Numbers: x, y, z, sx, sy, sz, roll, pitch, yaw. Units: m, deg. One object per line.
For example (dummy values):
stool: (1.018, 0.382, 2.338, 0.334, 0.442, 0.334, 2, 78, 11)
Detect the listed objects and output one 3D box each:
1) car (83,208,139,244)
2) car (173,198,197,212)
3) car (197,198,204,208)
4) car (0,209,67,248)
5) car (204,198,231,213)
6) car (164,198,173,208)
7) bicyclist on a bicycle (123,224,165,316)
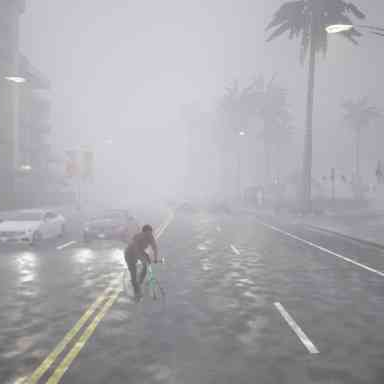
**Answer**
car: (-3.677, 1.525, 15.837, 1.812, 1.442, 4.674, 0, 0, 0)
car: (-0.887, 1.526, 38.646, 1.812, 1.442, 4.674, 0, 0, -7)
car: (1.264, 1.547, 46.945, 2.033, 1.411, 5.357, 0, 0, -14)
car: (-7.173, 1.525, 15.024, 1.812, 1.442, 4.674, 0, 0, 0)
car: (2.881, 1.601, 36.966, 1.895, 1.301, 4.718, 0, 0, -6)
car: (-2.791, 1.526, 48.343, 1.812, 1.442, 4.674, 0, 0, -16)
bicyclist on a bicycle: (-0.963, 1.442, 6.480, 0.582, 1.620, 1.656, 0, 2, -37)
